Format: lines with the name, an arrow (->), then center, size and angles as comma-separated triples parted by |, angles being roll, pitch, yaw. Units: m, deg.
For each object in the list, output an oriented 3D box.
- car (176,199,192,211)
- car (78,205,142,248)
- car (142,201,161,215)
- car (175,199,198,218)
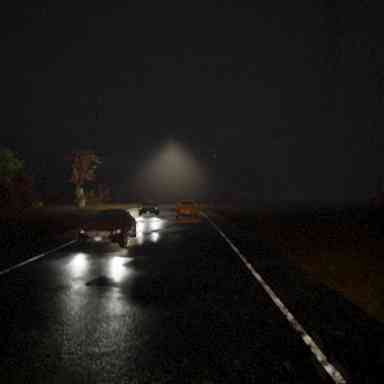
car -> -1.086, 1.590, 41.910 | 1.895, 1.301, 4.718 | 0, 0, -3
car -> -3.586, 1.510, 14.874 | 1.812, 1.442, 4.674 | 0, 0, -1
car -> -4.144, 1.578, 32.969 | 1.895, 1.301, 4.718 | 0, 0, -2
car -> -0.468, 1.456, 29.767 | 1.882, 1.535, 5.008 | 0, 0, -2
